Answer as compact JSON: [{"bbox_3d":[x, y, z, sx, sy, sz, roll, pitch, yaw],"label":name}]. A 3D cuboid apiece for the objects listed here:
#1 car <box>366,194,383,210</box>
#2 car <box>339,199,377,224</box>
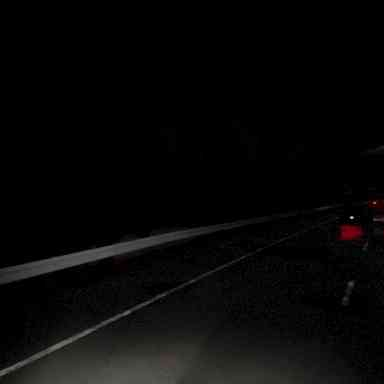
[{"bbox_3d":[20.580,1.222,36.848,2.150,2.045,5.566,0,0,35],"label":"car"},{"bbox_3d":[12.242,1.503,24.690,1.837,1.490,4.892,0,0,33],"label":"car"}]
